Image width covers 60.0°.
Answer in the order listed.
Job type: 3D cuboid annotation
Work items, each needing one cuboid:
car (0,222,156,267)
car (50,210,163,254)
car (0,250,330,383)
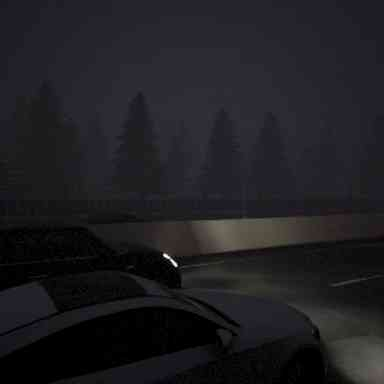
[{"bbox_3d":[-2.418,1.335,6.117,4.553,1.767,2.097,0,0,-34],"label":"car"},{"bbox_3d":[-3.554,1.537,13.951,4.181,1.385,1.994,0,0,-32],"label":"car"},{"bbox_3d":[-0.699,1.519,3.113,4.674,1.442,1.812,0,0,-34],"label":"car"}]
